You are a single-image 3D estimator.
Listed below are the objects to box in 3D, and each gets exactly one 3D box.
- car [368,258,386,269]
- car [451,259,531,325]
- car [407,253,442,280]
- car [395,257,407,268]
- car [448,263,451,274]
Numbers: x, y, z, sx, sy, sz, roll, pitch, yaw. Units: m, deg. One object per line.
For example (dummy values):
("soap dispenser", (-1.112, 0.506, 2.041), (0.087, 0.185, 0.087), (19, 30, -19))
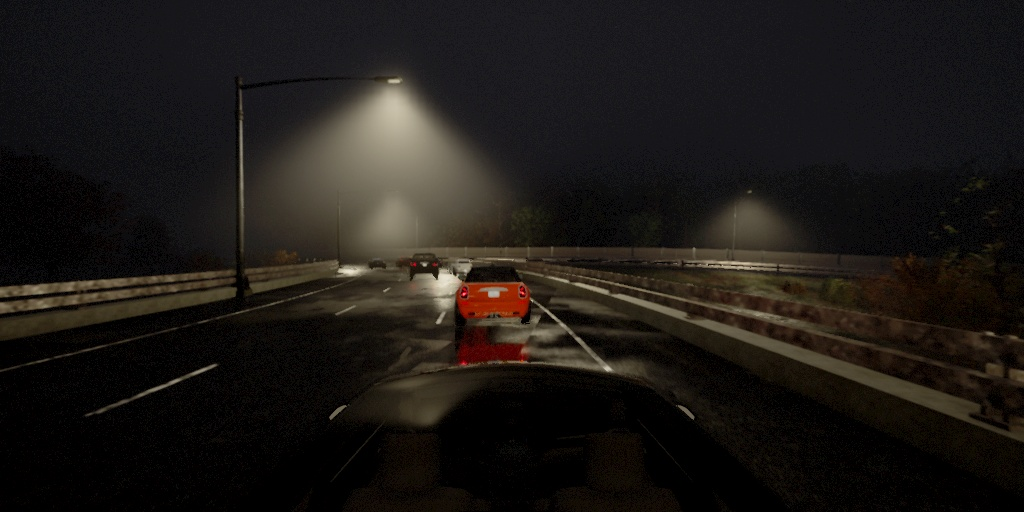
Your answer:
("car", (-18.335, 0.972, 48.592), (1.994, 1.385, 4.181), (0, 1, -26))
("car", (-0.683, 1.017, 11.719), (2.097, 1.767, 4.553), (0, 1, -5))
("car", (-7.116, 0.757, 28.940), (2.150, 2.045, 5.566), (0, 0, -15))
("car", (-14.794, 0.866, 49.346), (1.882, 1.535, 5.008), (0, 0, -26))
("car", (-4.592, 1.021, 32.708), (1.812, 1.442, 4.674), (0, 1, -16))
